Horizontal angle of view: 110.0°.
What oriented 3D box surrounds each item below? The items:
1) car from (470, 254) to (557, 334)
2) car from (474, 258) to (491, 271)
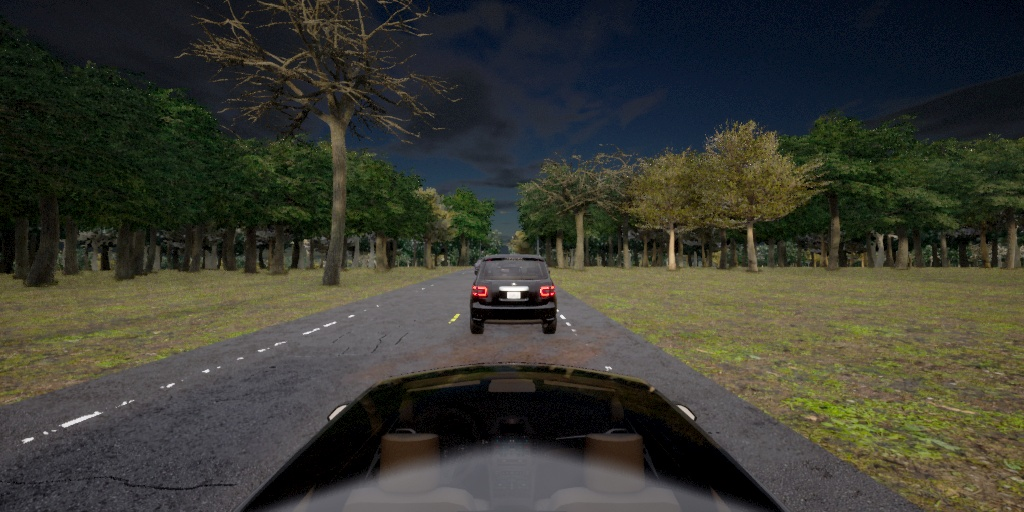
[{"bbox_3d":[0.016,0.976,10.748,2.150,2.045,5.566,0,0,-1],"label":"car"},{"bbox_3d":[-4.034,1.159,49.517,2.097,1.767,4.553,0,0,0],"label":"car"}]
